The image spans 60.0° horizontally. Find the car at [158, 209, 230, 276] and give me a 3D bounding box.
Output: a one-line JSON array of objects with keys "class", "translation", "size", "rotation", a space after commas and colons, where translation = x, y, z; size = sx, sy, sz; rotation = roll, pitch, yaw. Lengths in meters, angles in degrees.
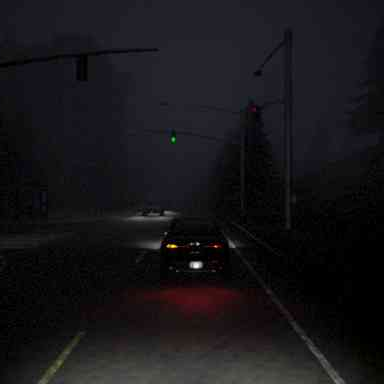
[{"class": "car", "translation": [0.015, 1.498, 10.373], "size": [1.837, 1.490, 4.892], "rotation": [0, 0, -2]}]

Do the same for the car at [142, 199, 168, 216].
[{"class": "car", "translation": [-3.645, 1.504, 32.270], "size": [1.812, 1.442, 4.674], "rotation": [0, 0, -1]}]

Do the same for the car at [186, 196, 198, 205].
[{"class": "car", "translation": [-0.017, 1.440, 57.072], "size": [1.882, 1.535, 5.008], "rotation": [0, 0, 0]}]

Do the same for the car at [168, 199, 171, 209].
[{"class": "car", "translation": [-3.676, 1.573, 42.115], "size": [1.895, 1.301, 4.718], "rotation": [0, 0, 0]}]
